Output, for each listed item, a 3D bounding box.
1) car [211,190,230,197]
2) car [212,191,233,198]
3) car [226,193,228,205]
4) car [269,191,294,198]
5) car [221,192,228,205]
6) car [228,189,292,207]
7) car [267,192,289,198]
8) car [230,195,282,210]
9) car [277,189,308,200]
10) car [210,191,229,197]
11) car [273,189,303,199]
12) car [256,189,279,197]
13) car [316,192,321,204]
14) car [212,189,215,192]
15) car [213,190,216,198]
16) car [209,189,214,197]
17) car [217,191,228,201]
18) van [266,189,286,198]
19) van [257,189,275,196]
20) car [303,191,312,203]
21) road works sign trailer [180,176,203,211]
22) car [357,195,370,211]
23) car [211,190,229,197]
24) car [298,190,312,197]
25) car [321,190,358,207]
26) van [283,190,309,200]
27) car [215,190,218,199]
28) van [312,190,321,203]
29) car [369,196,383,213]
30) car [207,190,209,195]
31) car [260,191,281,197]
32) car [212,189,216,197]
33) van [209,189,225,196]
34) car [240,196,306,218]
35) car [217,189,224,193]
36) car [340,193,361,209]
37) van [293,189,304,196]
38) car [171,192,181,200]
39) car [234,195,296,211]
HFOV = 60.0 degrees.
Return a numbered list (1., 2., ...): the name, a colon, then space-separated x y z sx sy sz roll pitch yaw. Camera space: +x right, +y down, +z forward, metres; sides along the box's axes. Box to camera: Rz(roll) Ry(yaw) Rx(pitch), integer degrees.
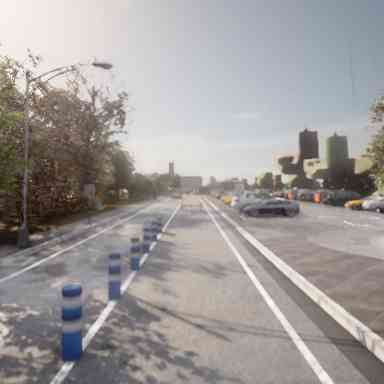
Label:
1. car: 7.218 0.419 84.023 4.553 1.767 2.185 0 1 0
2. car: 7.198 0.605 78.472 4.892 1.521 2.231 0 1 0
3. car: 6.892 1.132 39.622 4.892 1.521 2.231 0 1 0
4. car: 20.254 0.629 75.487 5.008 1.535 2.097 0 1 0
5. car: 6.723 1.074 42.398 5.366 1.575 1.946 0 1 0
6. car: 6.869 0.988 34.065 5.566 2.045 2.435 0 1 0
7. car: 20.286 0.638 78.382 4.674 1.452 2.002 0 1 0
8. car: 7.048 1.182 36.844 5.366 1.575 1.946 0 1 0
9. car: 20.163 0.467 67.174 5.566 2.045 2.435 0 1 0
10. car: 7.289 0.484 89.576 5.008 1.535 2.097 0 1 0
11. car: 20.186 0.437 69.944 5.566 2.045 2.435 0 1 0
12. car: 20.346 0.227 89.459 5.566 2.045 2.435 0 1 0
13. car: 19.982 1.048 45.028 4.792 1.488 2.163 0 1 0
14. car: 7.107 0.723 70.145 4.792 1.488 2.163 0 1 0
15. car: 7.061 0.783 64.593 4.792 1.488 2.163 0 1 0
16. car: 6.973 0.661 72.922 5.366 1.575 1.946 0 1 0
17. car: 6.770 0.966 48.070 5.366 1.575 1.946 0 1 0
18. van: 20.423 0.342 81.149 4.442 1.987 1.878 0 1 0
19. van: 20.514 0.223 92.228 4.442 1.987 1.878 0 1 0
20. car: 20.086 0.946 50.691 4.792 1.488 2.163 0 1 0
21. road works sign trailer: -0.060 0.087 34.954 2.380 3.560 2.880 -1 1 0
22. car: 19.917 1.274 33.951 4.674 1.452 2.002 0 1 0
23. car: 7.241 0.389 86.799 4.553 1.767 2.185 0 1 0
24. car: 20.107 0.906 53.330 4.792 1.488 2.163 0 1 0
25. car: 20.016 0.821 42.253 5.566 2.045 2.435 0 1 0
26. van: 20.052 0.522 64.405 4.442 1.987 1.878 0 1 0
27. car: 7.074 0.843 59.040 4.792 1.488 2.163 0 1 0
28. van: 20.151 0.738 47.916 4.442 1.987 1.878 0 1 0
29. car: 19.867 1.317 31.182 4.792 1.488 2.163 0 1 0
30. car: 7.041 0.571 81.250 5.366 1.575 1.946 0 1 0
31. car: 20.345 0.510 86.567 5.008 1.535 2.097 0 1 0
32. car: 7.084 0.753 67.369 4.792 1.488 2.163 0 1 0
33. van: 7.224 0.199 95.127 4.442 1.987 1.878 0 1 0
34. car: 6.766 1.377 28.520 4.792 1.488 2.163 0 1 0
35. car: 7.053 0.720 56.266 4.553 1.767 2.185 0 1 0
36. car: 19.757 1.177 36.722 5.366 1.575 1.946 0 1 0
37. van: 19.992 0.615 56.080 4.442 1.987 1.878 0 1 0
38. car: -3.162 0.773 66.039 1.812 1.442 4.674 0 1 1
39. car: 6.823 1.293 31.295 5.008 1.535 2.097 0 1 0
